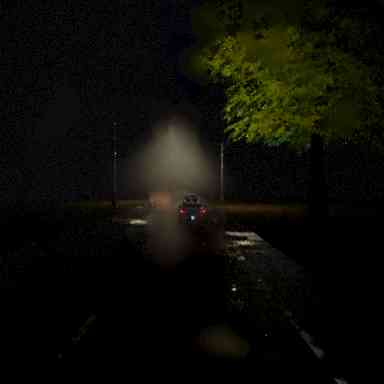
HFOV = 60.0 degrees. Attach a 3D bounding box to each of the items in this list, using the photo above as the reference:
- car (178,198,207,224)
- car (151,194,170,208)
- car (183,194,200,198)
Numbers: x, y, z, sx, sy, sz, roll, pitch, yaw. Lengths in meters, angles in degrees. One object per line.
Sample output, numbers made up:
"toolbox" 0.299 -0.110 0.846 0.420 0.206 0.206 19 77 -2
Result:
"car" 0.043 1.374 22.973 1.812 1.442 4.674 0 0 0
"car" -3.789 1.026 40.765 2.097 1.767 4.553 0 1 0
"car" -0.087 1.042 39.716 2.097 1.767 4.553 0 1 0
